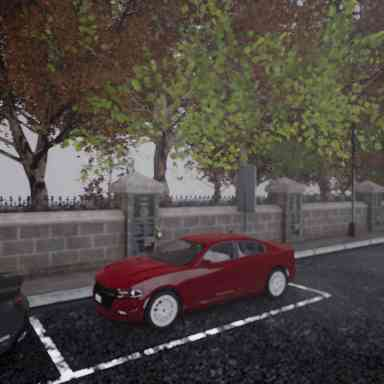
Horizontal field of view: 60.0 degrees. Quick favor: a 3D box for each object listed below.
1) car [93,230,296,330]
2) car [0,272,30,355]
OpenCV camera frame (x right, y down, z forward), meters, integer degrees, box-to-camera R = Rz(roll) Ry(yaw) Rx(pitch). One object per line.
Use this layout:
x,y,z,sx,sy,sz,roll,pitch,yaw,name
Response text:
0.254,1.539,6.900,4.507,1.381,1.887,0,0,-36,car
-4.225,1.553,3.640,4.403,1.369,2.008,0,0,-36,car
